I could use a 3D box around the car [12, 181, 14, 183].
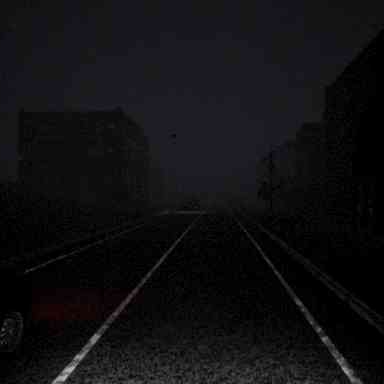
[{"bbox_3d":[-34.472,-1.340,62.720,2.163,1.488,4.792,1,-3,-13],"label":"car"}]

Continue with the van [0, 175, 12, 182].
[{"bbox_3d":[-33.213,-1.908,57.431,1.878,1.987,4.442,1,-3,-12],"label":"van"}]

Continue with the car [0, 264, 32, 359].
[{"bbox_3d":[-3.386,1.508,3.263,1.812,1.442,4.674,0,0,3],"label":"car"}]

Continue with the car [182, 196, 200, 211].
[{"bbox_3d":[-0.041,1.586,46.609,2.150,2.045,5.566,0,-1,5],"label":"car"}]
